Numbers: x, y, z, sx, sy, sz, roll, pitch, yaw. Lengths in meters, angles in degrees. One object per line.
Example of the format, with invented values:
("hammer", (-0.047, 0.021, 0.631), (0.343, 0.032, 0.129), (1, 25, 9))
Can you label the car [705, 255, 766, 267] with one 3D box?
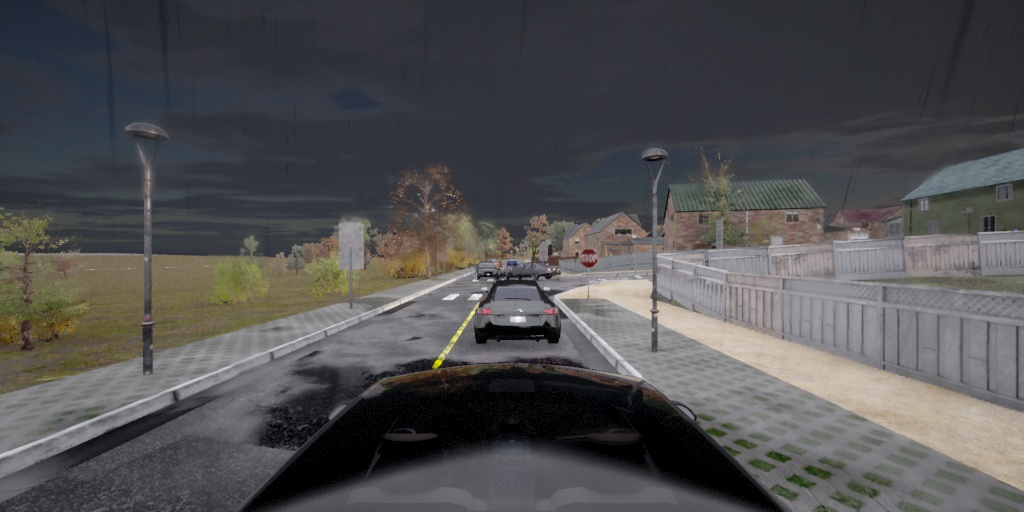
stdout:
("car", (14.384, 0.413, 22.999), (4.181, 1.385, 1.994), (-3, 0, 16))

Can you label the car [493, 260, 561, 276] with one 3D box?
("car", (1.332, 1.198, 28.621), (5.357, 1.411, 2.033), (-4, -3, 43))

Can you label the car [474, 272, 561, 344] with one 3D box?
("car", (0.101, 1.313, 9.606), (1.994, 1.385, 4.181), (0, 0, -1))

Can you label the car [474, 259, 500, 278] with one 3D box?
("car", (-2.256, 1.258, 31.532), (1.837, 1.490, 4.892), (0, 0, -8))

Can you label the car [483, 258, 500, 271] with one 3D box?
("car", (-2.855, 1.121, 51.350), (2.097, 1.767, 4.553), (0, 0, 1))

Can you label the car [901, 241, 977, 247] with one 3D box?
("car", (23.885, -0.208, 20.579), (4.902, 1.511, 2.128), (-3, 0, 14))
